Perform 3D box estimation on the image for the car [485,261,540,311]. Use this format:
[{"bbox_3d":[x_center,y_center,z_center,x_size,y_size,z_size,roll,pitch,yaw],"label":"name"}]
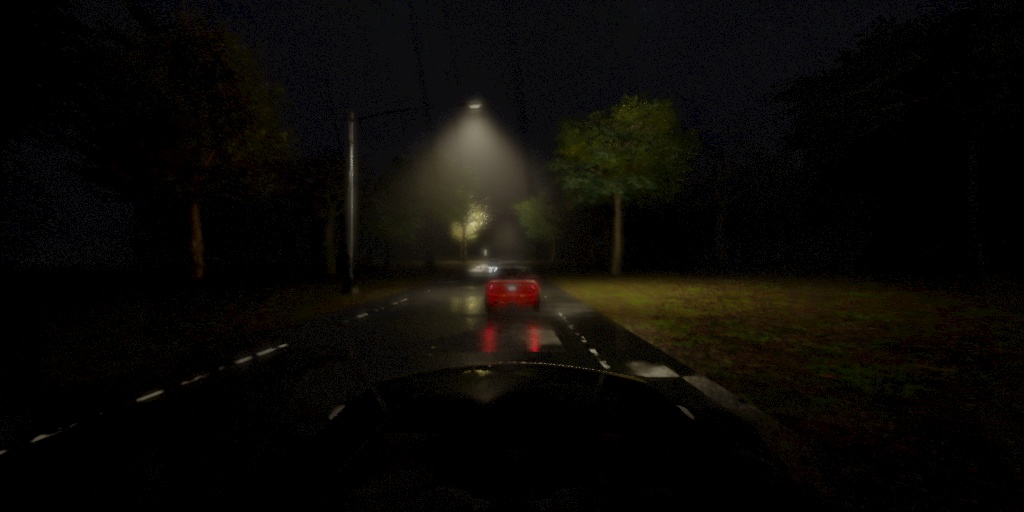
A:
[{"bbox_3d":[0.032,1.229,15.246,2.097,1.767,4.553,0,-1,1],"label":"car"}]
